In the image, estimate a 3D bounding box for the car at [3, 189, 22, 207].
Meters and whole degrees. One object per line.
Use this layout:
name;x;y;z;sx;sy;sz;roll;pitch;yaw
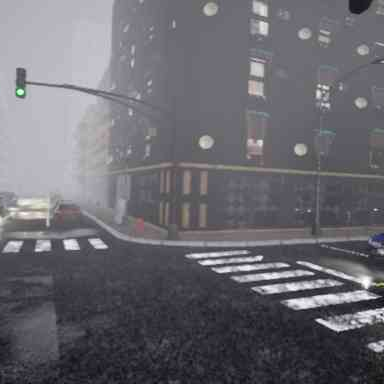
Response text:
car;-20.602;0.715;37.171;2.097;1.767;4.553;2;0;-23

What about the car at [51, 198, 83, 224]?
car;-8.135;1.320;21.858;1.802;1.307;4.206;1;0;-23

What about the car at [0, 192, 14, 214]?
car;-16.632;0.981;27.927;2.128;1.511;4.902;2;0;-23

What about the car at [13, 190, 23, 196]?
car;-41.697;0.275;79.805;1.802;1.307;4.206;1;0;-23

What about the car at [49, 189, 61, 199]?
car;-27.866;0.421;67.632;2.192;1.841;5.009;1;0;-23

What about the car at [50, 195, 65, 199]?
car;-10.327;1.219;26.943;2.008;1.369;4.403;1;0;-23

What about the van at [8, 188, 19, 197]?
van;-37.309;0.177;69.634;1.690;1.788;3.998;1;0;-23

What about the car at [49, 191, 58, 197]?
car;-34.449;0.442;82.892;2.008;1.369;4.403;1;0;-23

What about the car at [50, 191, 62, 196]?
car;-19.099;0.934;47.288;1.887;1.381;4.507;1;0;-23

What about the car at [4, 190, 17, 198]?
car;-35.053;0.435;64.395;1.752;1.417;4.829;1;0;-23

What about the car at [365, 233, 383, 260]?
car;8.221;1.706;11.583;4.674;1.442;1.812;1;1;-24

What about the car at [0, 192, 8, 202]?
car;-28.544;0.701;49.298;1.802;1.307;4.206;1;0;-23
